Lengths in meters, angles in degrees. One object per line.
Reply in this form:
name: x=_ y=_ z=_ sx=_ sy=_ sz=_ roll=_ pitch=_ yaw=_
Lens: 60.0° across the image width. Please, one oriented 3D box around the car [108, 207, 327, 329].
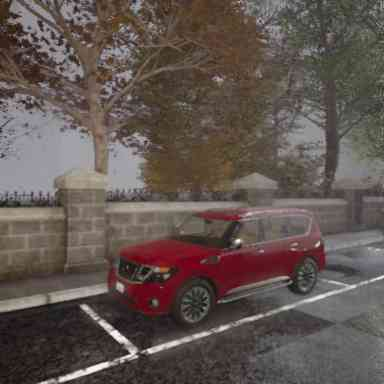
car: x=0.829 y=1.293 z=7.126 sx=5.009 sy=1.841 sz=2.192 roll=0 pitch=1 yaw=-35
